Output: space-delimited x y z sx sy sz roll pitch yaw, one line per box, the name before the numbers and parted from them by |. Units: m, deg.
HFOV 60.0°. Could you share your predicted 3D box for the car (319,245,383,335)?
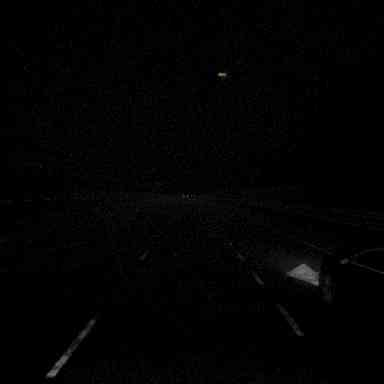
car | 3.601 1.528 5.120 2.128 1.511 4.902 0 0 0
